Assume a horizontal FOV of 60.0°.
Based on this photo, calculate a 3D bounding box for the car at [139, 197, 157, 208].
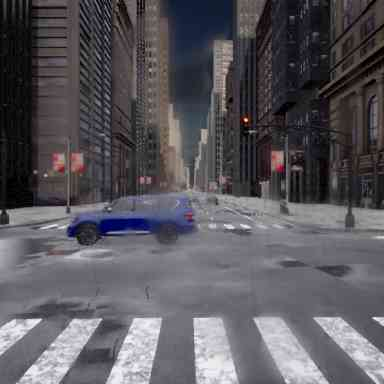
[{"bbox_3d":[-6.581,1.509,50.090,2.033,1.411,5.357,0,0,0],"label":"car"}]

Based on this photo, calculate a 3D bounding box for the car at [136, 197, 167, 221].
[{"bbox_3d":[-3.286,1.337,27.737,2.097,1.767,4.553,0,0,-2],"label":"car"}]

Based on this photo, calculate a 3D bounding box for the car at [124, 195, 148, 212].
[{"bbox_3d":[-6.591,1.326,39.793,2.097,1.767,4.553,0,0,0],"label":"car"}]

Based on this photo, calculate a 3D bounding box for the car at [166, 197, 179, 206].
[{"bbox_3d":[-3.305,1.552,56.562,1.895,1.301,4.718,0,0,0],"label":"car"}]

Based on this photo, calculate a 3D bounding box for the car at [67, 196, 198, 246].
[{"bbox_3d":[-2.525,1.198,14.691,5.566,2.045,2.150,-1,0,0],"label":"car"}]

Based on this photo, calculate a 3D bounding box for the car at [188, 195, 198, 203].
[{"bbox_3d":[0.110,1.468,69.876,2.033,1.411,5.357,0,0,0],"label":"car"}]

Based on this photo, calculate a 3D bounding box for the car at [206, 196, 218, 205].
[{"bbox_3d":[3.358,1.457,55.918,1.837,1.490,4.892,0,0,0],"label":"car"}]

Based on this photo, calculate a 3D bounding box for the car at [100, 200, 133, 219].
[{"bbox_3d":[-6.596,1.488,29.639,1.837,1.490,4.892,0,0,0],"label":"car"}]

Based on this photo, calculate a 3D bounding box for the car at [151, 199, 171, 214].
[{"bbox_3d":[-3.346,1.502,36.521,1.812,1.442,4.674,0,0,0],"label":"car"}]

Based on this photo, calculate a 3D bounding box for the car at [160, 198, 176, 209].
[{"bbox_3d":[-3.332,1.530,46.545,1.994,1.385,4.181,0,0,0],"label":"car"}]
